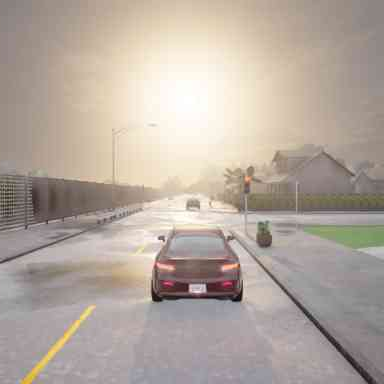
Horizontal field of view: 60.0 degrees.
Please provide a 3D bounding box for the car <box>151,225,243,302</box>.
[{"bbox_3d":[0.104,1.526,8.132,1.812,1.442,4.674,0,0,0],"label":"car"}]

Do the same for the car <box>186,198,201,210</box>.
[{"bbox_3d":[0.163,1.505,44.114,1.837,1.490,4.892,0,0,0],"label":"car"}]
